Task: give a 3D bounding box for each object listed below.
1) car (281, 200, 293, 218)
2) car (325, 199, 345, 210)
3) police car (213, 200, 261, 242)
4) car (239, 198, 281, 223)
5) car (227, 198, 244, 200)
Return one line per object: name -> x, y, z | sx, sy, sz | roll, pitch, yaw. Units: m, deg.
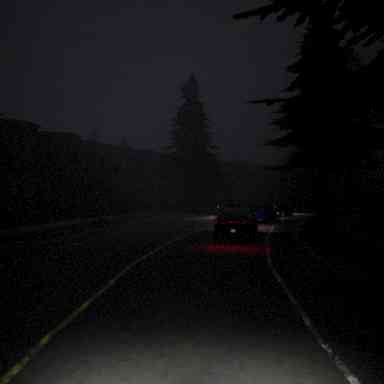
car -> 7.864, 1.502, 30.456 | 1.837, 1.490, 4.892 | 0, 0, 31
car -> 18.755, 1.565, 44.074 | 4.181, 1.385, 1.994 | 0, 0, -36
police car -> 2.294, 1.421, 16.625 | 1.930, 1.638, 5.238 | 0, 0, 13
car -> 5.235, 1.474, 25.451 | 1.882, 1.535, 5.008 | 0, 0, 24
car -> 4.154, 1.344, 32.826 | 2.097, 1.767, 4.553 | 0, 0, 32
